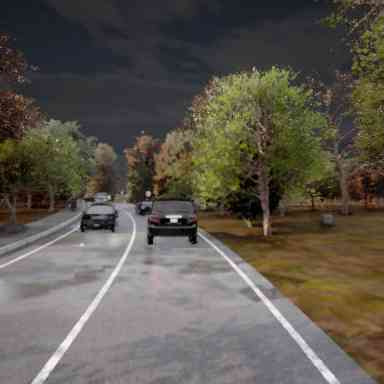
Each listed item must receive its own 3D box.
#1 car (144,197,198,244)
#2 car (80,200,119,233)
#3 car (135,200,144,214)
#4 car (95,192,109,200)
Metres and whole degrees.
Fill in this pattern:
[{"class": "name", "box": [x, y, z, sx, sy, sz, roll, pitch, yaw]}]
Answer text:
[{"class": "car", "box": [-1.075, 1.239, 16.088, 2.150, 2.045, 5.566, 1, 0, -7]}, {"class": "car", "box": [-5.380, 1.461, 19.835, 1.882, 1.535, 5.008, 1, 0, -9]}, {"class": "car", "box": [-4.857, 1.563, 34.913, 2.033, 1.411, 5.357, 0, 0, -15]}, {"class": "car", "box": [-16.149, 1.096, 59.374, 2.150, 2.045, 5.566, 1, 0, -17]}]
